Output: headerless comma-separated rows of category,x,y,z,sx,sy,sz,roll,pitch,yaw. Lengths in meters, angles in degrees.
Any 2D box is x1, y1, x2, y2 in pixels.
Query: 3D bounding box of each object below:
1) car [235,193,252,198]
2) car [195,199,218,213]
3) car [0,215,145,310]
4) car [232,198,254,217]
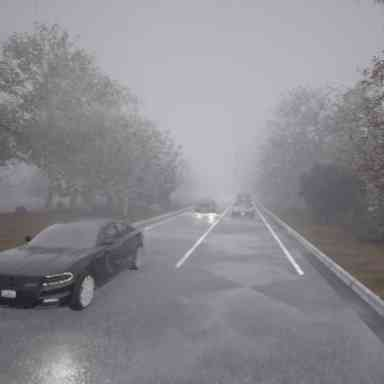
car,7.336,1.097,47.442,2.150,2.045,5.566,1,1,9
car,1.530,1.386,33.940,1.994,1.385,4.181,1,0,9
car,-2.577,1.365,7.845,1.882,1.535,5.008,1,0,9
car,4.650,1.521,30.229,1.895,1.301,4.718,1,0,9
